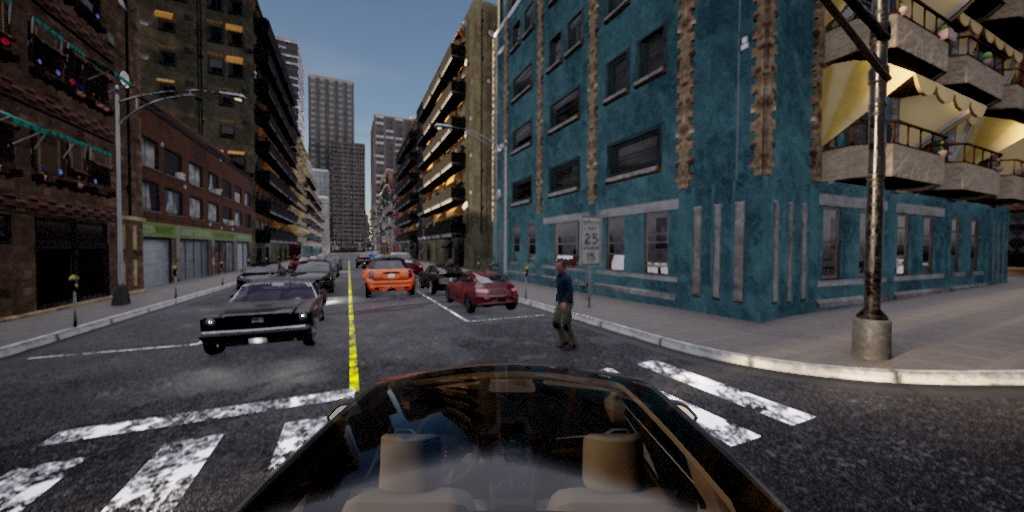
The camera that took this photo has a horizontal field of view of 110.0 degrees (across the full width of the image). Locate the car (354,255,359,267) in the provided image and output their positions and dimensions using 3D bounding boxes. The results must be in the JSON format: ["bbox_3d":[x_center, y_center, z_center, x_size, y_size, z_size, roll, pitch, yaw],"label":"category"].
[{"bbox_3d":[-17.932,0.566,43.391,1.837,1.490,4.892,0,1,-24],"label":"car"}]

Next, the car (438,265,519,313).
[{"bbox_3d":[-1.170,1.150,12.868,1.802,1.307,4.207,0,0,-25],"label":"car"}]

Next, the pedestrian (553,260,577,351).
[{"bbox_3d":[1.027,0.957,7.173,0.375,1.860,0.375,-1,2,-24],"label":"pedestrian"}]

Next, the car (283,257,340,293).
[{"bbox_3d":[-9.778,0.982,17.791,1.837,1.490,4.892,0,1,-25],"label":"car"}]

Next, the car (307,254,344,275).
[{"bbox_3d":[-14.049,0.814,27.183,2.128,1.511,4.902,0,1,-24],"label":"car"}]

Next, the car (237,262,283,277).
[{"bbox_3d":[-13.382,1.012,19.454,1.948,1.339,4.313,0,0,-25],"label":"car"}]

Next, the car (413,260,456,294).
[{"bbox_3d":[-3.460,1.050,17.893,1.948,1.339,4.313,0,0,-25],"label":"car"}]

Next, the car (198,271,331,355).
[{"bbox_3d":[-5.635,1.230,8.685,1.895,1.301,4.718,0,1,-24],"label":"car"}]

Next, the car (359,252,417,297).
[{"bbox_3d":[-6.043,0.843,17.267,2.097,1.767,4.553,0,1,-24],"label":"car"}]
